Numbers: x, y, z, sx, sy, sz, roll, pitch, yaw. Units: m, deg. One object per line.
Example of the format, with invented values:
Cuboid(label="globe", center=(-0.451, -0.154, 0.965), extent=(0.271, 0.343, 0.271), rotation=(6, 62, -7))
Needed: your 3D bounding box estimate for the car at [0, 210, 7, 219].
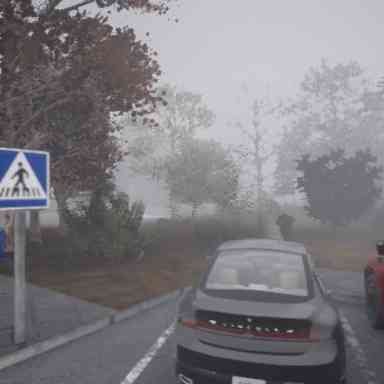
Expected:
Cuboid(label="car", center=(-25.038, 2.881, 44.654), extent=(5.357, 1.411, 2.033), rotation=(-3, -1, 44))

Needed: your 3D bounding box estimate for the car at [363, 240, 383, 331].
Cuboid(label="car", center=(3.566, 1.240, 3.618), extent=(2.435, 2.045, 5.566), rotation=(0, -1, 15))

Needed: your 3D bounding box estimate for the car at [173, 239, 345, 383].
Cuboid(label="car", center=(1.133, 1.494, 5.305), extent=(2.231, 1.521, 4.892), rotation=(0, -1, 15))
